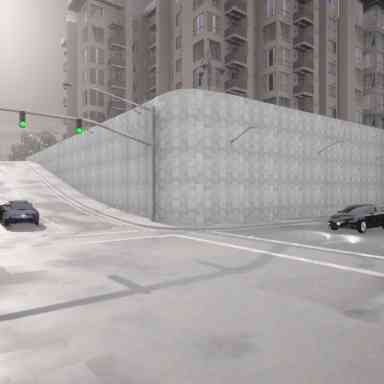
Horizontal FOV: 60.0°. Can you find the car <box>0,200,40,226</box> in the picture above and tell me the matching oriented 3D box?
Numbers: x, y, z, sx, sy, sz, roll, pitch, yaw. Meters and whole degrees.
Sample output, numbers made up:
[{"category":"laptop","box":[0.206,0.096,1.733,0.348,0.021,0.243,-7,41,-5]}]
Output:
[{"category":"car","box":[-11.184,1.229,21.349,1.994,1.385,4.181,0,4,-36]}]

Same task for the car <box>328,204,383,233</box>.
[{"category":"car","box":[10.057,1.505,19.779,4.892,1.490,1.837,0,0,-36]}]
